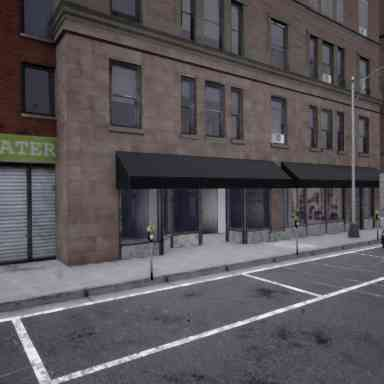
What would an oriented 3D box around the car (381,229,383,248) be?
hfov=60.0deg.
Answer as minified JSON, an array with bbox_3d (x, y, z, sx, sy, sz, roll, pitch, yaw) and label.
[{"bbox_3d":[9.165,1.540,13.075,4.507,1.381,1.887,0,-1,-35],"label":"car"}]
